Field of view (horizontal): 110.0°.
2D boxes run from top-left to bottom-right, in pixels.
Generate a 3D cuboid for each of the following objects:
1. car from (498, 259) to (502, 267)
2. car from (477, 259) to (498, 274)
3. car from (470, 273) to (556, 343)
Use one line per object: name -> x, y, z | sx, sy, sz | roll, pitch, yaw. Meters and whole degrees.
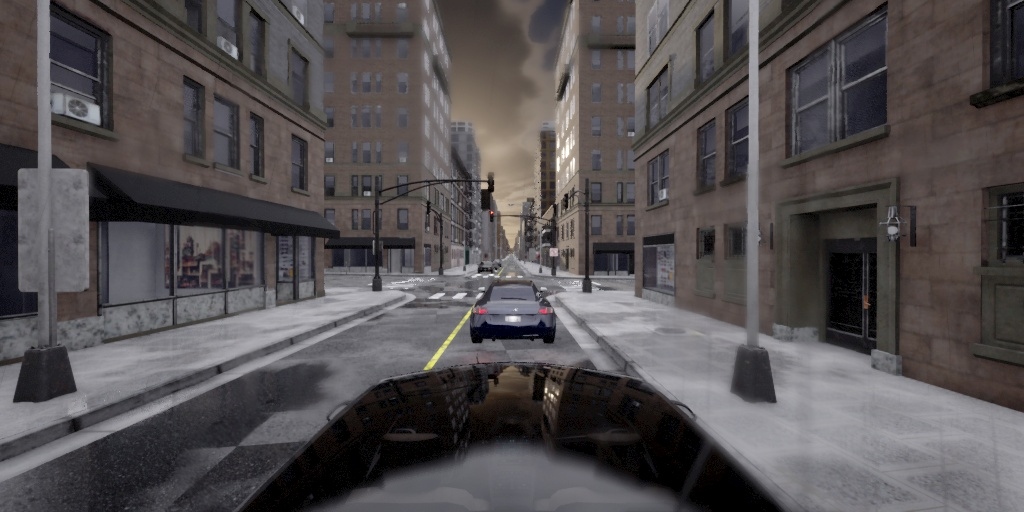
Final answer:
car -> -3.053, 1.373, 53.506 | 2.033, 1.411, 5.357 | 0, 0, 0
car -> -3.063, 1.309, 43.112 | 1.837, 1.490, 4.892 | 0, 0, 0
car -> 0.017, 1.315, 9.668 | 1.994, 1.385, 4.181 | 0, 0, 0
